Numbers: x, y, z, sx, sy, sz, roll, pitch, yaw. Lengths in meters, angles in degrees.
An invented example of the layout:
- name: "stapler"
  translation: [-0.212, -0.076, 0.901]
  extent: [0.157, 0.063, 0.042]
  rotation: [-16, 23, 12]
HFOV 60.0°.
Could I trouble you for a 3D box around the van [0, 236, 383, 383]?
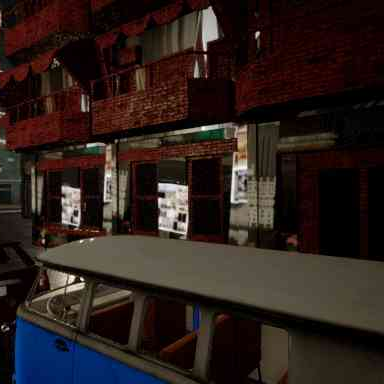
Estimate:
- name: "van"
  translation: [0.200, 1.341, 2.592]
  extent: [3.998, 1.788, 1.690]
  rotation: [0, -1, 36]
